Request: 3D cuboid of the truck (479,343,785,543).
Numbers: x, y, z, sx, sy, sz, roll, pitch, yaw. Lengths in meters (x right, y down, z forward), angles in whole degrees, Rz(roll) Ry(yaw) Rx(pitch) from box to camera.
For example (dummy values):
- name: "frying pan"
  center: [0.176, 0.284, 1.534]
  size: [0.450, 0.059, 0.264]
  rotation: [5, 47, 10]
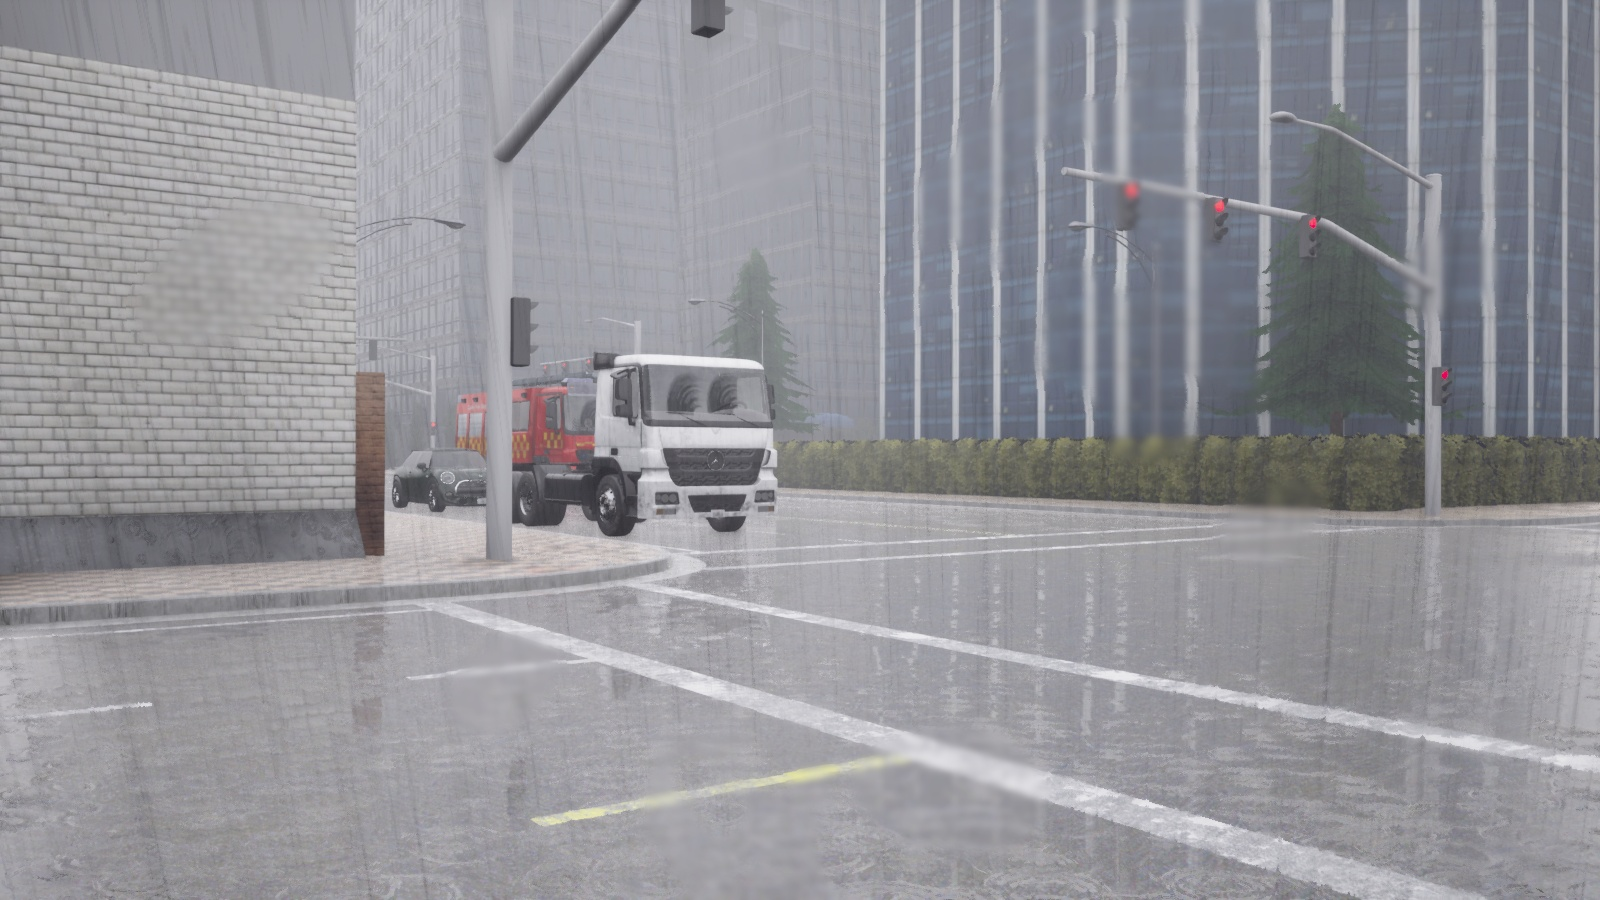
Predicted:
- name: "truck"
  center: [-3.750, -0.110, 25.811]
  size: [2.891, 3.462, 7.936]
  rotation: [0, 0, -35]

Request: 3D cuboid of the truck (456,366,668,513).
- name: "truck"
  center: [-7.219, -0.259, 36.874]
  size: [2.891, 3.827, 8.468]
  rotation: [0, 0, -35]

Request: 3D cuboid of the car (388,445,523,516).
- name: "car"
  center: [-9.337, 0.761, 33.803]
  size: [2.097, 1.767, 4.553]
  rotation: [0, 0, -35]
